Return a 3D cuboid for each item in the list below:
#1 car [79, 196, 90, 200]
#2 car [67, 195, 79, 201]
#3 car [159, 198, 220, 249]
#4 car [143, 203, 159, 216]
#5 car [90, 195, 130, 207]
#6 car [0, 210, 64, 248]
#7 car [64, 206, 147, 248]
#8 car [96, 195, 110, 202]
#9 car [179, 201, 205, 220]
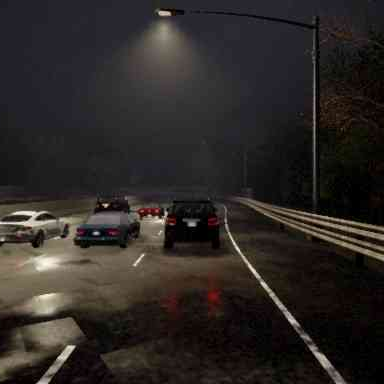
[{"bbox_3d":[-24.500,1.583,78.868,1.812,1.442,4.674,0,0,0],"label":"car"},{"bbox_3d":[-28.000,1.536,78.868,1.882,1.535,5.008,0,0,0],"label":"car"},{"bbox_3d":[0.000,1.257,14.681,2.150,2.045,5.566,0,0,0],"label":"car"},{"bbox_3d":[-3.500,1.625,29.681,1.895,1.301,4.718,0,0,0],"label":"car"},{"bbox_3d":[-7.000,1.267,29.682,2.150,2.045,5.566,0,0,0],"label":"car"},{"bbox_3d":[-7.000,1.533,14.651,1.812,1.442,4.674,0,0,0],"label":"car"},{"bbox_3d":[-3.500,1.563,14.651,2.033,1.411,5.357,0,0,0],"label":"car"},{"bbox_3d":[-21.000,1.536,78.869,1.882,1.535,5.008,0,0,0],"label":"car"},{"bbox_3d":[0.000,1.572,29.651,2.033,1.411,5.357,0,0,0],"label":"car"}]
